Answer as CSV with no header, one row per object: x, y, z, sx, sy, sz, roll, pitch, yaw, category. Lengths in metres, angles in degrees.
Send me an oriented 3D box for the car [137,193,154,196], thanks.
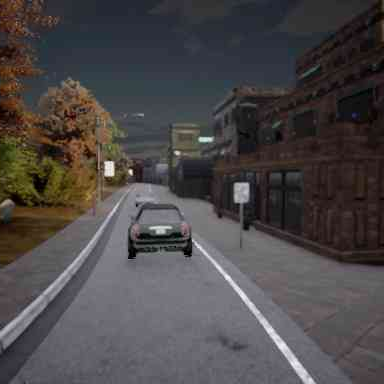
-4.708,0.712,33.262,1.895,1.301,4.718,-1,2,-9,car

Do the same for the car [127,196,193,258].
-1.280,1.209,12.484,2.097,1.767,4.553,-1,1,-8,car
